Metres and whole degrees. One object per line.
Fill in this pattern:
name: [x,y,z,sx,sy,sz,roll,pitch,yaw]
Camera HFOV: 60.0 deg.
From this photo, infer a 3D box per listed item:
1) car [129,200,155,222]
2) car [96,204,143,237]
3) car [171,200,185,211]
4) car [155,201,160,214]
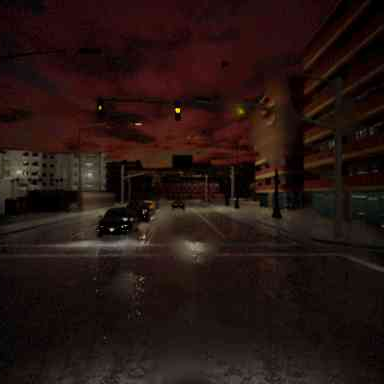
car: [-4.619,1.586,28.247,2.097,1.767,4.553,0,0,-3]
car: [-4.144,1.663,19.053,1.837,1.490,4.892,0,0,-3]
car: [-1.993,1.910,48.505,1.837,1.490,4.892,0,0,-2]
car: [-5.036,1.788,37.419,1.882,1.535,5.008,0,0,-2]
